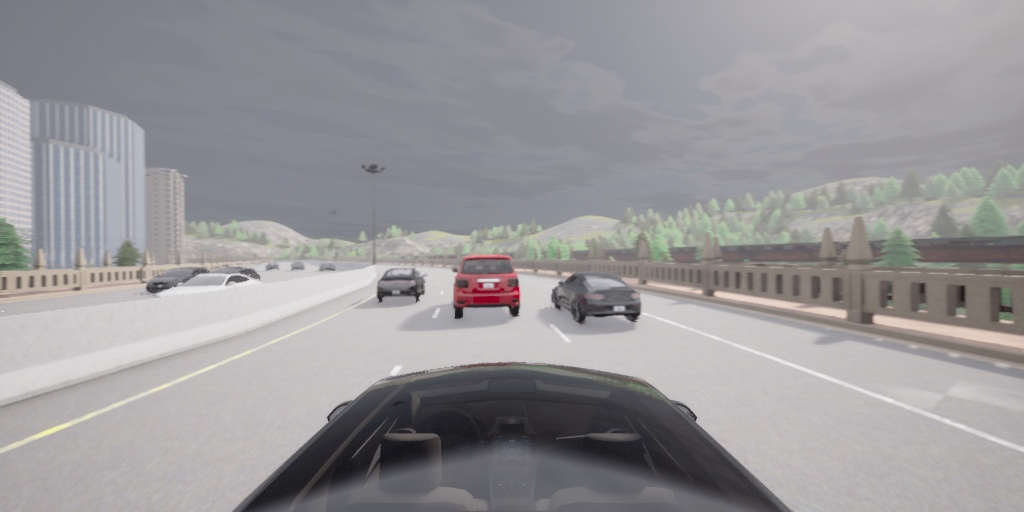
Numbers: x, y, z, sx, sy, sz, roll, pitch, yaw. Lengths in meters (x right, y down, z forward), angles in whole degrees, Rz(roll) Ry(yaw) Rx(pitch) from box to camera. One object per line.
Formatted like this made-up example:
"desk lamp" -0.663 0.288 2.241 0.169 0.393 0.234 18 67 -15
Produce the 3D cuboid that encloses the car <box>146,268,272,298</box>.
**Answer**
"car" -12.015 1.421 14.541 1.812 1.442 4.674 -1 0 -10

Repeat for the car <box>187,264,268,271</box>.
"car" -17.153 1.462 21.971 1.837 1.490 4.892 0 0 -15

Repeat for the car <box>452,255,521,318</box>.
"car" -1.037 0.983 13.375 2.150 2.045 5.566 -1 0 -7

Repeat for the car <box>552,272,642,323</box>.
"car" 2.622 1.243 11.876 1.812 1.442 4.674 -1 0 -6

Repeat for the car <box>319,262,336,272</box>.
"car" -27.291 1.641 53.002 1.994 1.385 4.181 -1 0 -32

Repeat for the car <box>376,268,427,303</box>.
"car" -5.224 1.304 17.316 2.128 1.511 4.902 -1 0 -9

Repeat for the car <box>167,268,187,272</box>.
"car" -21.053 1.510 23.074 1.837 1.490 4.892 0 0 -16
